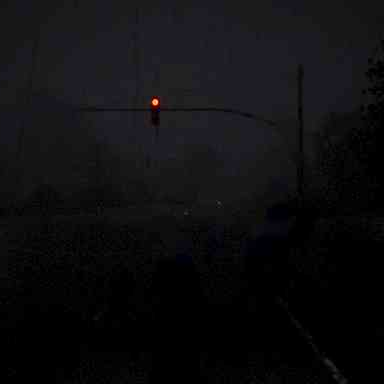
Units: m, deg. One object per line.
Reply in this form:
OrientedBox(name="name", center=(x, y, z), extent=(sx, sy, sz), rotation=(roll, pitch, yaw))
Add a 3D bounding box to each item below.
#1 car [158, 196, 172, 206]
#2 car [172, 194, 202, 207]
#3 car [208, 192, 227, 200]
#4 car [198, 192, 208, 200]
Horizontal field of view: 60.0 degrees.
OrientedBox(name="car", center=(-3.604, 1.351, 51.301), extent=(2.128, 1.511, 4.902), rotation=(0, 1, 19))
OrientedBox(name="car", center=(-0.667, 1.434, 49.182), extent=(2.033, 1.411, 5.357), rotation=(0, 1, 18))
OrientedBox(name="car", center=(5.347, 0.798, 64.237), extent=(1.994, 1.385, 4.181), rotation=(0, 3, 26))
OrientedBox(name="car", center=(2.073, 0.756, 65.474), extent=(1.837, 1.490, 4.892), rotation=(0, 3, 26))
